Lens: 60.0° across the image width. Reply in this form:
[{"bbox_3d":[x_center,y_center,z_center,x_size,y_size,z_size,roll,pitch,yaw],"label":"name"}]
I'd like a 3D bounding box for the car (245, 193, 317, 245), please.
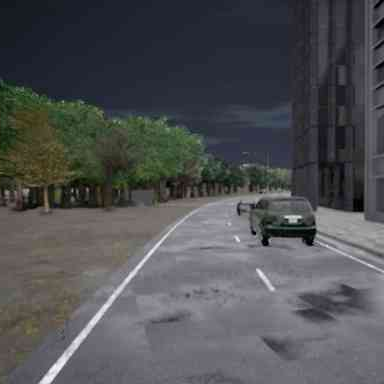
[{"bbox_3d":[4.025,1.202,15.501,2.150,2.045,5.566,0,0,3],"label":"car"}]

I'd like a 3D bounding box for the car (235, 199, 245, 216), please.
[{"bbox_3d":[5.265,1.428,32.140,2.128,1.511,4.902,0,0,6],"label":"car"}]
